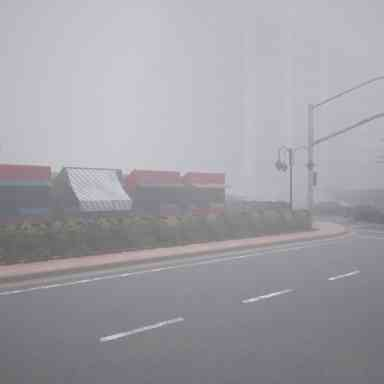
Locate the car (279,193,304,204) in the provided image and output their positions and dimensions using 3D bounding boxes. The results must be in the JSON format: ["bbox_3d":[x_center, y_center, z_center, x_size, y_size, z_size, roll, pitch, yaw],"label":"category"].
[{"bbox_3d":[16.632,1.114,57.399,1.905,1.878,3.866,0,0,-36],"label":"car"}]

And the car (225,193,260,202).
[{"bbox_3d":[4.727,1.165,33.465,2.150,2.045,5.566,0,0,-36],"label":"car"}]

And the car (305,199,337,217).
[{"bbox_3d":[12.515,1.470,28.687,1.812,1.442,4.674,0,0,-36],"label":"car"}]

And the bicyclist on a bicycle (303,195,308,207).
[{"bbox_3d":[15.550,1.246,44.917,1.656,1.620,0.582,0,0,-36],"label":"bicyclist on a bicycle"}]

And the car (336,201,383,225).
[{"bbox_3d":[11.999,1.455,21.265,2.128,1.511,4.902,1,0,-17],"label":"car"}]
